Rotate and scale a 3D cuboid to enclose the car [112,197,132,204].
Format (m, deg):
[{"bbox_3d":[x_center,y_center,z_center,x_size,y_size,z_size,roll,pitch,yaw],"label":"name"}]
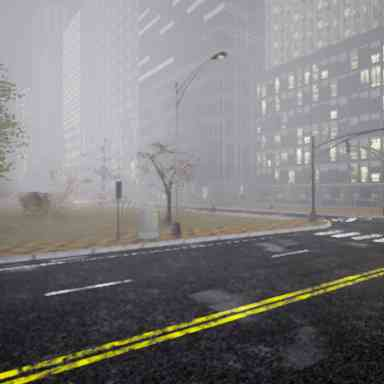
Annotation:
[{"bbox_3d":[-12.818,1.541,60.591,2.033,1.411,5.357,0,0,-35],"label":"car"}]
